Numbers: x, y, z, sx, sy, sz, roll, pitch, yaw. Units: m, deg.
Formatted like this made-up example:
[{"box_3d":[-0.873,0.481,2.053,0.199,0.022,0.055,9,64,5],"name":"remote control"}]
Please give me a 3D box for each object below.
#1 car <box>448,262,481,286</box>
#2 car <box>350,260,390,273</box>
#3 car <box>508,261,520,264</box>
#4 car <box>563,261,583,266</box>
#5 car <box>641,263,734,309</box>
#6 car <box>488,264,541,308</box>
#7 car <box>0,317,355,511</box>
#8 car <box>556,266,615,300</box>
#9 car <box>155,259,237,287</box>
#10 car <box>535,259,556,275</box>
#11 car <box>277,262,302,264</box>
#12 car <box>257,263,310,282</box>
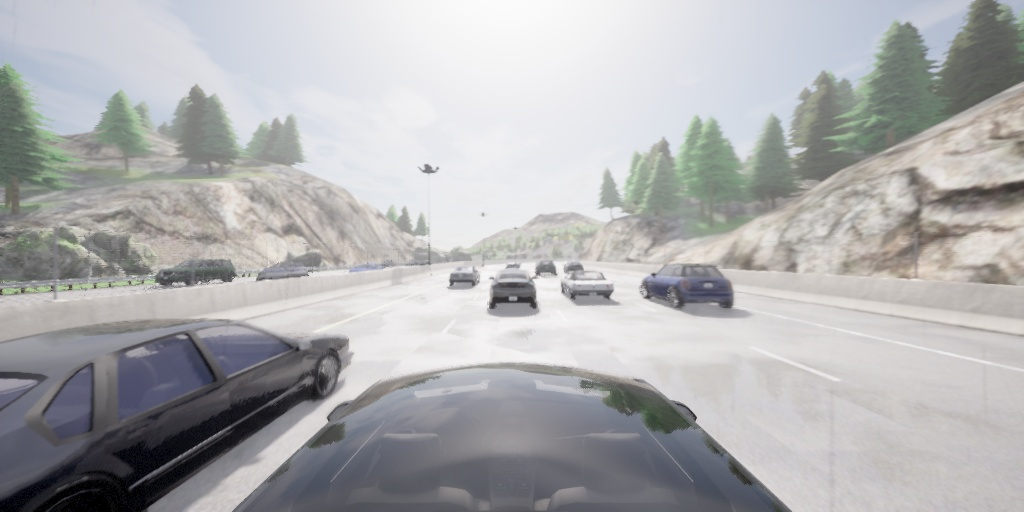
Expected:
[{"box_3d":[-3.397,1.395,26.352,2.033,1.411,5.357,0,0,0],"name":"car"},{"box_3d":[-14.036,1.430,35.019,1.882,1.535,5.008,0,0,0],"name":"car"},{"box_3d":[0.192,1.365,44.974,2.128,1.511,4.902,0,0,0],"name":"car"},{"box_3d":[7.178,1.318,42.244,1.837,1.490,4.892,0,0,0],"name":"car"},{"box_3d":[7.048,1.086,14.966,2.097,1.767,4.553,0,0,0],"name":"car"},{"box_3d":[0.054,1.295,15.459,1.837,1.490,4.892,0,0,0],"name":"car"},{"box_3d":[-3.505,1.329,3.428,2.033,1.411,5.357,0,0,0],"name":"car"},{"box_3d":[3.564,1.370,17.888,1.895,1.301,4.718,0,0,0],"name":"car"},{"box_3d":[-24.574,1.237,28.240,2.150,2.045,5.566,0,0,0],"name":"car"},{"box_3d":[3.663,1.182,39.411,2.097,1.767,4.553,0,0,0],"name":"car"},{"box_3d":[-21.048,1.353,33.291,2.097,1.767,4.553,0,0,0],"name":"car"},{"box_3d":[-17.576,1.523,27.781,1.994,1.385,4.181,0,0,0],"name":"car"}]
